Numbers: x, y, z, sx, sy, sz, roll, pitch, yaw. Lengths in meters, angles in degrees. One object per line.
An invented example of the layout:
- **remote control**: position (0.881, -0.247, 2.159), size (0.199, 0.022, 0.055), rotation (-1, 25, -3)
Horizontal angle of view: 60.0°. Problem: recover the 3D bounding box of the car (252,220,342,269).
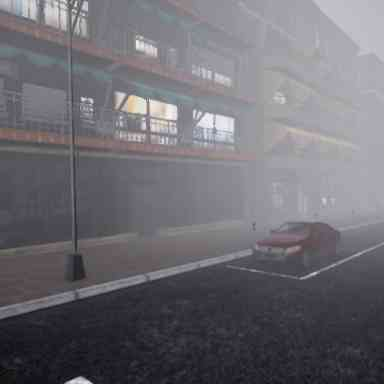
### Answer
- **car**: position (3.725, 1.631, 11.321), size (1.802, 1.307, 4.206), rotation (-2, -1, 43)
